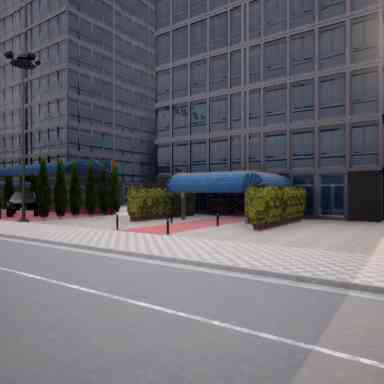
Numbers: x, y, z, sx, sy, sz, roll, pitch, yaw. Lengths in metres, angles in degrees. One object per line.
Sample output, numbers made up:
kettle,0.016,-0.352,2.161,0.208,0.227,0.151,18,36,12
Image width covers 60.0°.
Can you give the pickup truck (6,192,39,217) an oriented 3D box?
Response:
pickup truck,-15.165,1.059,30.077,2.390,2.098,6.274,0,0,-25
